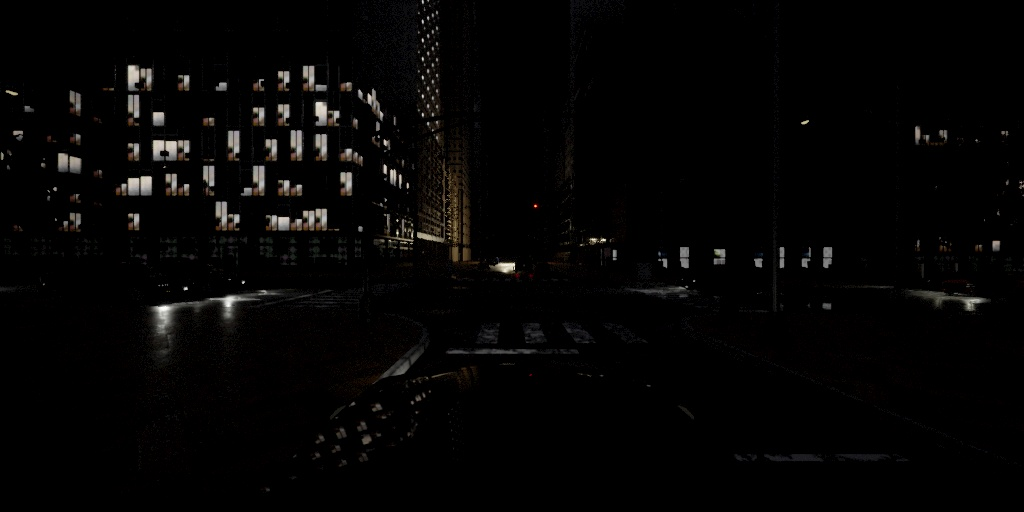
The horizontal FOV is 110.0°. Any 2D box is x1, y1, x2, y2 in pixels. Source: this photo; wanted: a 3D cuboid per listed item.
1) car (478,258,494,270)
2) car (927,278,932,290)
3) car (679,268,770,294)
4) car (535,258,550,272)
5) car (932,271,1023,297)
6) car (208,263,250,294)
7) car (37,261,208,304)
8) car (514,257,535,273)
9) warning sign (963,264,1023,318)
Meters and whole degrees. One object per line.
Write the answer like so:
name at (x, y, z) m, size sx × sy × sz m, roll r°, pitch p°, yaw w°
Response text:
car at (-4.039, 1.342, 52.171) m, size 1.802 × 1.307 × 4.207 m, roll 0°, pitch 0°, yaw 0°
car at (33.566, 1.854, 26.350) m, size 5.008 × 1.535 × 1.882 m, roll 1°, pitch 0°, yaw -3°
car at (12.958, 1.609, 22.140) m, size 4.718 × 1.301 × 1.895 m, roll 1°, pitch 0°, yaw -3°
car at (3.915, 1.329, 46.680) m, size 1.948 × 1.339 × 4.313 m, roll 0°, pitch 0°, yaw 0°
car at (30.574, 1.802, 22.959) m, size 5.008 × 1.535 × 1.882 m, roll 1°, pitch 0°, yaw -3°
car at (-15.510, 0.994, 17.358) m, size 4.892 × 1.490 × 1.837 m, roll 1°, pitch 0°, yaw -3°
car at (-15.362, 0.998, 14.112) m, size 4.892 × 1.490 × 1.837 m, roll 1°, pitch 0°, yaw -3°
car at (1.400, 1.116, 44.702) m, size 2.097 × 1.767 × 4.553 m, roll 0°, pitch 0°, yaw 0°
warning sign at (17.272, 1.204, 12.881) m, size 1.060 × 1.860 × 1.300 m, roll 0°, pitch 0°, yaw -3°
